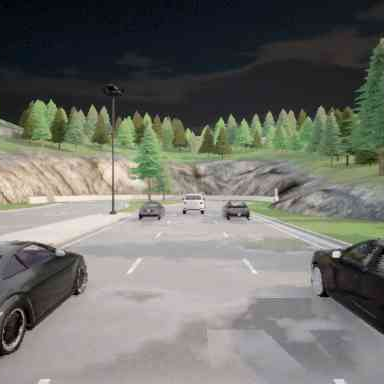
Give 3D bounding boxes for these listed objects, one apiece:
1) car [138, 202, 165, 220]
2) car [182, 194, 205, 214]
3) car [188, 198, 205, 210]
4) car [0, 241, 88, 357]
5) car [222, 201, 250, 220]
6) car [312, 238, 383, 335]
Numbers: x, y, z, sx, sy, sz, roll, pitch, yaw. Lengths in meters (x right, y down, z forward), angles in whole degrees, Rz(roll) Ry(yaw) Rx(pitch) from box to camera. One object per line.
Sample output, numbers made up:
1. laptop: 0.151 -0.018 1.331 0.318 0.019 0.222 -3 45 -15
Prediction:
1. car: -3.389 1.547 28.512 2.033 1.411 5.357 0 0 0
2. car: 0.151 1.221 35.179 2.150 2.045 5.566 0 0 0
3. car: 0.656 1.564 44.530 1.994 1.385 4.181 0 0 6
4. car: -3.398 1.564 6.027 1.994 1.385 4.181 0 0 0
5. car: 3.610 1.491 27.688 2.128 1.511 4.902 0 0 0
6. car: 3.603 1.478 5.491 1.882 1.535 5.008 0 0 0
